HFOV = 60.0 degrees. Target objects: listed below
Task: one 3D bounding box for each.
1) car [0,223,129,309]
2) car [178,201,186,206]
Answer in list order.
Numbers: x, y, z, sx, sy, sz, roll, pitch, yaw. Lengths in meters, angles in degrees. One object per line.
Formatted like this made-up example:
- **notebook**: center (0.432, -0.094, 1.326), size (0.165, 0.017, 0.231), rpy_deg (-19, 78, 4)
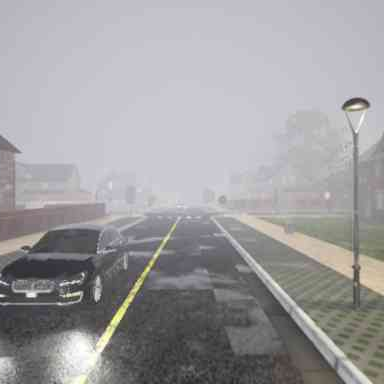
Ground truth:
- **car**: center (-2.834, 1.597, 8.315), size (1.837, 1.490, 4.892), rpy_deg (0, -1, 0)
- **car**: center (-2.574, 2.900, 85.009), size (1.895, 1.301, 4.718), rpy_deg (0, -1, 0)
